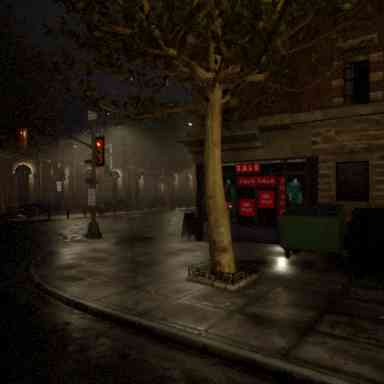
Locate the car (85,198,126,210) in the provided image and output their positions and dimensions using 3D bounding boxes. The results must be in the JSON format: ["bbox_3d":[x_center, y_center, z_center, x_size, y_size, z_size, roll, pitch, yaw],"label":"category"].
[{"bbox_3d":[-10.491,1.492,41.972,2.128,1.511,4.902,0,0,36],"label":"car"}]

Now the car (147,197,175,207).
[{"bbox_3d":[-4.601,1.478,50.062,1.882,1.535,5.008,0,0,36],"label":"car"}]

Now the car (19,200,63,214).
[{"bbox_3d":[-15.696,1.564,34.808,1.994,1.385,4.181,0,0,36],"label":"car"}]

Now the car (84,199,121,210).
[{"bbox_3d":[-12.108,1.595,45.105,1.895,1.301,4.718,0,0,36],"label":"car"}]
